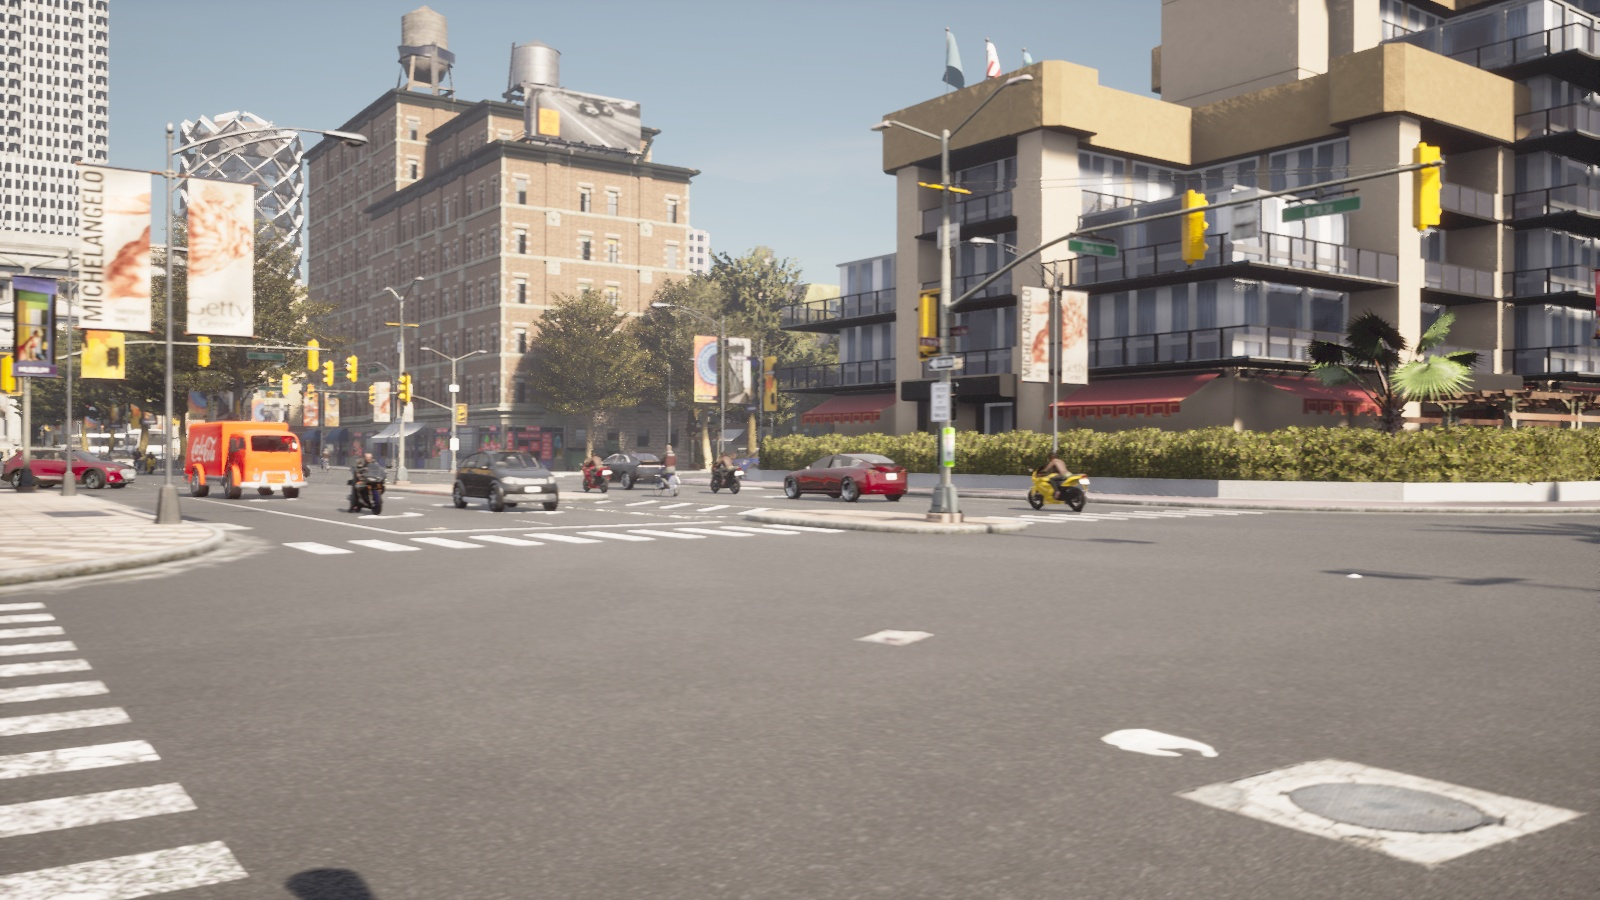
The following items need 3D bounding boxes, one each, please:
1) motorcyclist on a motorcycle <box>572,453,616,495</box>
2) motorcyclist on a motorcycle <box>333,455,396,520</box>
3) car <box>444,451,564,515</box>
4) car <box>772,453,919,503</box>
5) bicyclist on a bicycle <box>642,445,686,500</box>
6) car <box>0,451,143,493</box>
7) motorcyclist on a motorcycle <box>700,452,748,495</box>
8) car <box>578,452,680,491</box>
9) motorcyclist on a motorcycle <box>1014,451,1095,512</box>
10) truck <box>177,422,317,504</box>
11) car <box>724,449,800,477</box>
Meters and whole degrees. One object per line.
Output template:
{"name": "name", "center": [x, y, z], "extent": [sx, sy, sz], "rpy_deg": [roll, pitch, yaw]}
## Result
{"name": "motorcyclist on a motorcycle", "center": [-7.592, 0.856, 46.220], "extent": [0.797, 1.523, 2.044], "rpy_deg": [0, 0, -35]}
{"name": "motorcyclist on a motorcycle", "center": [-10.644, 0.877, 30.638], "extent": [0.866, 1.530, 2.191], "rpy_deg": [0, 0, -35]}
{"name": "car", "center": [-7.725, 0.820, 32.573], "extent": [1.789, 1.549, 3.705], "rpy_deg": [0, 0, -35]}
{"name": "car", "center": [1.360, 0.839, 39.640], "extent": [2.163, 1.488, 4.792], "rpy_deg": [0, 0, -35]}
{"name": "bicyclist on a bicycle", "center": [-4.558, 0.728, 41.939], "extent": [0.659, 1.776, 1.843], "rpy_deg": [0, 0, -35]}
{"name": "car", "center": [-29.107, 0.859, 50.001], "extent": [4.856, 1.649, 2.033], "rpy_deg": [0, 0, 1]}
{"name": "motorcyclist on a motorcycle", "center": [-2.765, 0.844, 45.462], "extent": [0.797, 1.523, 2.044], "rpy_deg": [0, 0, -35]}
{"name": "car", "center": [-7.076, 0.842, 51.487], "extent": [2.128, 1.511, 4.902], "rpy_deg": [0, 0, -35]}
{"name": "motorcyclist on a motorcycle", "center": [6.532, 0.793, 32.357], "extent": [0.797, 1.523, 2.044], "rpy_deg": [0, 0, -35]}
{"name": "truck", "center": [-18.001, 0.396, 40.742], "extent": [2.627, 2.467, 5.204], "rpy_deg": [0, 0, -42]}
{"name": "car", "center": [-2.468, 0.809, 81.896], "extent": [4.553, 1.767, 2.097], "rpy_deg": [0, 0, -36]}
